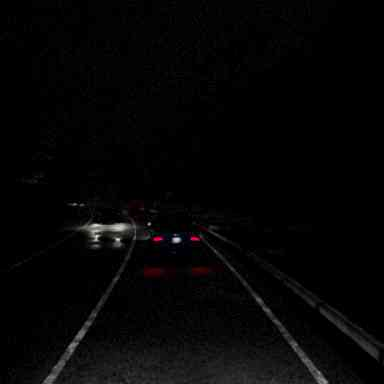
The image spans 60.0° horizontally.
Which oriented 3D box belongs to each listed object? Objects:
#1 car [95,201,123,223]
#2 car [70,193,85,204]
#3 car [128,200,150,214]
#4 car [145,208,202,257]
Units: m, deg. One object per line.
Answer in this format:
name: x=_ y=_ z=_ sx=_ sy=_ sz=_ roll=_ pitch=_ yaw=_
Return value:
car: x=-6.503 y=1.493 z=26.087 sx=1.882 sy=1.535 sz=5.008 roll=1 pitch=0 yaw=-13
car: x=-22.365 y=1.178 z=64.205 sx=2.150 sy=2.045 sz=5.566 roll=3 pitch=-1 yaw=-32
car: x=-5.903 y=1.601 z=36.849 sx=1.882 sy=1.535 sz=5.008 roll=2 pitch=-1 yaw=-18
car: x=-0.765 y=1.580 z=13.093 sx=2.033 sy=1.411 sz=5.357 roll=1 pitch=0 yaw=-6
